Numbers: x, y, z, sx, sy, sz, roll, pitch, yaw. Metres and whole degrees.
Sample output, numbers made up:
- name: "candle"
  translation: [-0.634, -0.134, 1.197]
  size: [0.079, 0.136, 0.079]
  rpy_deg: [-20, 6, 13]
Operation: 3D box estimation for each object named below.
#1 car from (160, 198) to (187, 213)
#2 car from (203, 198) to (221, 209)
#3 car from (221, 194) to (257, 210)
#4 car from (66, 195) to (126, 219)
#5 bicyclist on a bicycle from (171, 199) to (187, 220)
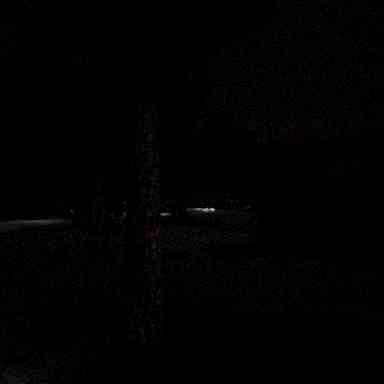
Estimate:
- name: "car"
  translation: [-2.518, 1.513, 38.456]
  size: [1.882, 1.535, 5.008]
  rpy_deg: [0, 0, 35]
- name: "car"
  translation: [3.654, 1.583, 47.063]
  size: [2.033, 1.411, 5.357]
  rpy_deg: [0, 0, 36]
- name: "car"
  translation: [6.539, 1.250, 43.912]
  size: [2.150, 2.045, 5.566]
  rpy_deg: [0, 0, 36]
- name: "car"
  translation: [-8.500, 1.258, 30.098]
  size: [2.150, 2.045, 5.566]
  rpy_deg: [0, 0, 35]
- name: "bicyclist on a bicycle"
  translation: [-1.036, 1.368, 26.084]
  size: [1.656, 1.620, 0.582]
  rpy_deg: [0, 1, 36]
